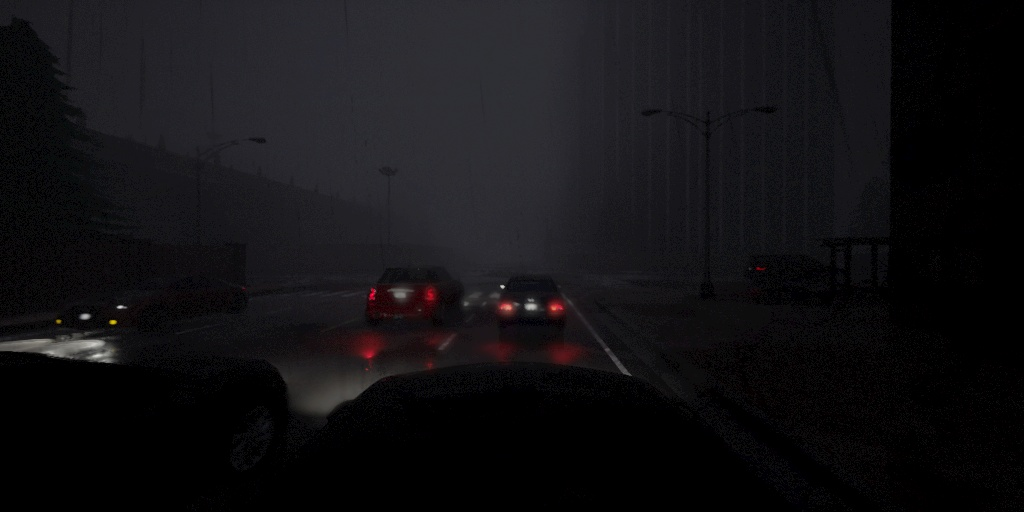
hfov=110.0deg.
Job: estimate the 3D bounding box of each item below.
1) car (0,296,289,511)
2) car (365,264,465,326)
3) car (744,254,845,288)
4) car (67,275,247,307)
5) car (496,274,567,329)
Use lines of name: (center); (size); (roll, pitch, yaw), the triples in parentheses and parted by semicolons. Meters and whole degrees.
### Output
car: (-3.198, 1.253, 1.736); (1.837, 1.490, 4.892); (0, 0, -1)
car: (-2.873, 1.046, 11.626); (2.097, 1.767, 4.553); (0, 0, 2)
car: (18.126, 0.915, 23.085); (5.566, 2.045, 2.150); (0, 0, 5)
car: (-10.130, 1.261, 10.596); (1.994, 1.385, 4.181); (0, 0, 4)
car: (0.567, 1.246, 10.965); (2.033, 1.411, 5.357); (0, 0, 3)
